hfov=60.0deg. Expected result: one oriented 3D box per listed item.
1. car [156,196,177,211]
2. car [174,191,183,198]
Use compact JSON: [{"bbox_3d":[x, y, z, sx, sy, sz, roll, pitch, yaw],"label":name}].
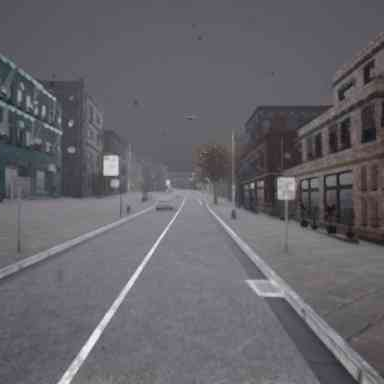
[{"bbox_3d":[-3.136,1.493,38.815,1.895,1.301,4.718,0,0,0],"label":"car"},{"bbox_3d":[-3.316,0.584,80.581,2.097,1.767,4.553,0,1,0],"label":"car"}]
